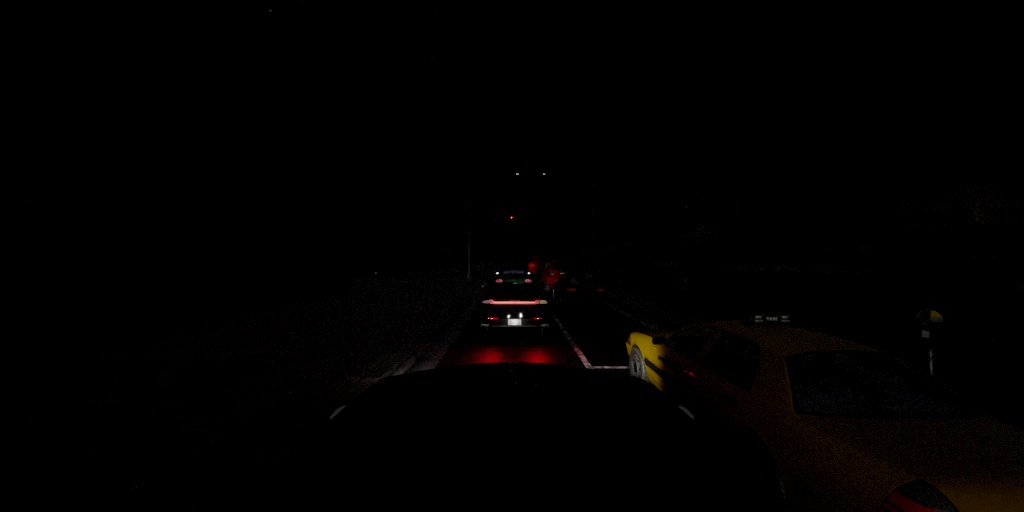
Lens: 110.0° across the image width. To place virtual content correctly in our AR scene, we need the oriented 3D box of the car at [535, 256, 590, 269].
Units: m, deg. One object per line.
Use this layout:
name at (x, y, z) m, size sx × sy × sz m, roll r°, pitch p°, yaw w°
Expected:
car at (2.678, 1.076, 20.140) m, size 2.192 × 1.841 × 5.009 m, roll 0°, pitch 0°, yaw 0°

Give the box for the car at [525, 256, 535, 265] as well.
car at (4.183, 0.995, 31.758) m, size 5.566 × 2.045 × 2.150 m, roll 0°, pitch -1°, yaw 0°

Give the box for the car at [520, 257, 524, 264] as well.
car at (2.770, 1.403, 62.881) m, size 1.888 × 1.381 × 4.507 m, roll 0°, pitch 0°, yaw 0°

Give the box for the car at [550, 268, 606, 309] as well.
car at (2.666, 1.338, 14.692) m, size 1.802 × 1.307 × 4.207 m, roll 0°, pitch 0°, yaw 0°

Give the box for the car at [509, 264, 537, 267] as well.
car at (0.066, 1.325, 19.261) m, size 1.994 × 1.385 × 4.181 m, roll 0°, pitch 0°, yaw -1°

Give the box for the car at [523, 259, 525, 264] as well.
car at (2.735, 1.356, 46.570) m, size 1.888 × 1.381 × 4.507 m, roll 0°, pitch 0°, yaw 0°

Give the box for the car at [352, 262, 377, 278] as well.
car at (-14.517, 1.231, 31.741) m, size 4.902 × 1.511 × 2.128 m, roll 0°, pitch -1°, yaw 0°

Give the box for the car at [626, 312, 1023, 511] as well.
car at (2.643, 1.276, 3.963) m, size 1.751 × 1.417 × 4.829 m, roll 0°, pitch 0°, yaw 0°

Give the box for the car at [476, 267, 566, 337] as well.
car at (0.083, 1.245, 10.316) m, size 2.128 × 1.511 × 4.902 m, roll 0°, pitch 0°, yaw 1°
